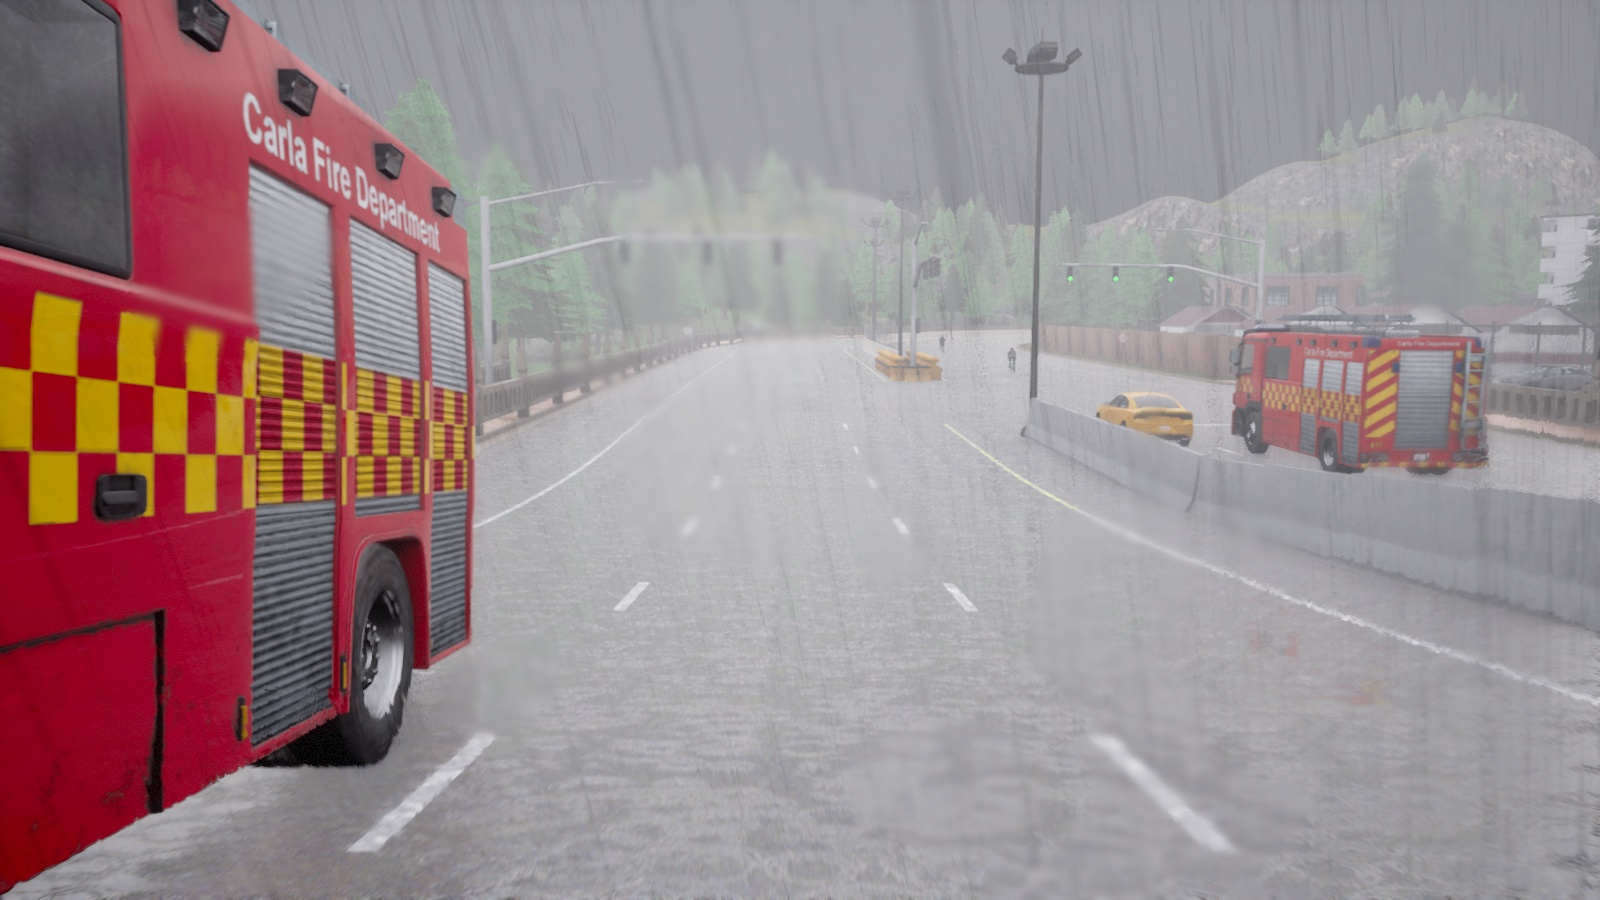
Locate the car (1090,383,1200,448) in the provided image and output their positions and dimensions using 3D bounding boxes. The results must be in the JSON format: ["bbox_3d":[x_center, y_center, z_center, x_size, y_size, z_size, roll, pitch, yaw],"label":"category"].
[{"bbox_3d":[10.316,-1.101,37.937,1.882,1.535,5.008,0,6,0],"label":"car"}]

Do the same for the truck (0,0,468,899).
[{"bbox_3d":[-3.513,-0.274,3.626,2.891,3.827,8.468,0,-1,0],"label":"truck"}]

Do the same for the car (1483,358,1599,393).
[{"bbox_3d":[34.969,-3.501,58.646,4.902,1.511,2.128,0,6,1],"label":"car"}]

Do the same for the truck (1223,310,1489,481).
[{"bbox_3d":[13.860,-1.656,32.334,2.891,3.827,8.468,0,6,-1],"label":"truck"}]
